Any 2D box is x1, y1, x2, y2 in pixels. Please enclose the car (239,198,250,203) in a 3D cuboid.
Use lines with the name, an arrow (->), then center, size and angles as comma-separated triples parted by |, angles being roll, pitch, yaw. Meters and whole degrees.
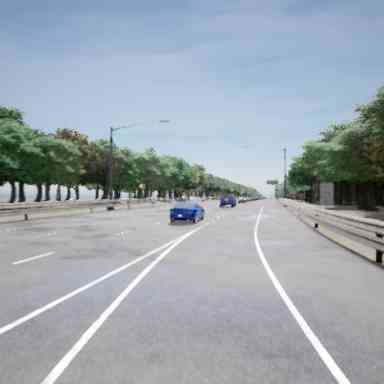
car -> 12.717, 2.112, 83.375 | 1.895, 1.301, 4.718 | 0, -1, 13

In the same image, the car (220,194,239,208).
car -> 5.805, 1.380, 53.011 | 2.150, 2.045, 5.566 | 0, 0, 13

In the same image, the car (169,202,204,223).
car -> -0.309, 1.516, 25.753 | 1.882, 1.535, 5.008 | 0, 0, 13
